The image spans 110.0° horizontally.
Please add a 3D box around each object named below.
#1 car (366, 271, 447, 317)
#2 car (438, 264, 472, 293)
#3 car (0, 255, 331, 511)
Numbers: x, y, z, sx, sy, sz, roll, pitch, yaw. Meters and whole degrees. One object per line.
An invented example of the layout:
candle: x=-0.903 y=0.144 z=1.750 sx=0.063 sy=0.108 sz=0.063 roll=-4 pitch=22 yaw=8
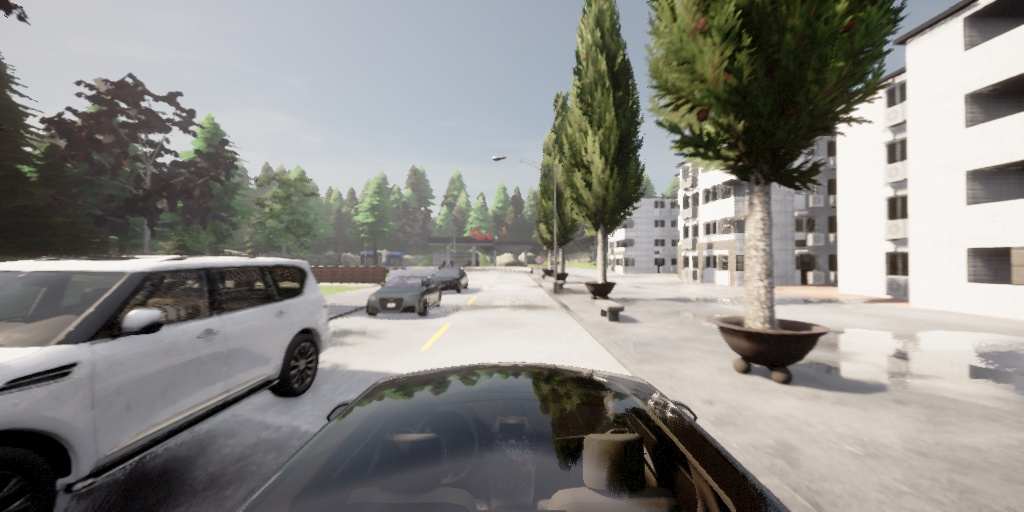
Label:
car: x=-3.990 y=1.459 z=13.856 sx=1.994 sy=1.385 sz=4.181 roll=0 pitch=-1 yaw=0
car: x=-3.992 y=1.485 z=23.249 sx=1.882 sy=1.535 sz=5.008 roll=0 pitch=-1 yaw=0
car: x=-4.093 y=0.996 z=3.727 sx=2.150 sy=2.045 sz=5.566 roll=0 pitch=-1 yaw=0
